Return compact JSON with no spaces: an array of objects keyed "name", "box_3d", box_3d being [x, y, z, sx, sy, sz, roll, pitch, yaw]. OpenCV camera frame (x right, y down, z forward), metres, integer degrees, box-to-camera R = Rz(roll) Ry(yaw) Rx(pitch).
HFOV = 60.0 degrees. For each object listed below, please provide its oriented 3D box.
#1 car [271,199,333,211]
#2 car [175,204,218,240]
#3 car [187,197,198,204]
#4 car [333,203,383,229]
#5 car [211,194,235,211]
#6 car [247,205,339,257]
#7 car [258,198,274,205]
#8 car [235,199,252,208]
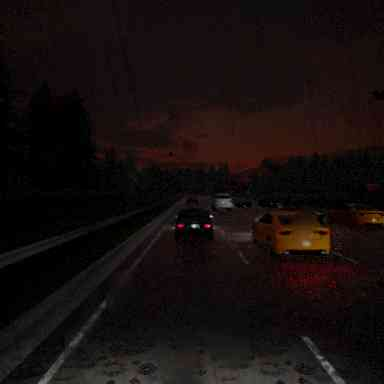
[{"name":"car","box_3d":[7.089,1.491,22.053,2.128,1.511,4.902,0,0,0]},{"name":"car","box_3d":[0.094,1.547,17.058,2.033,1.411,5.357,0,0,0]},{"name":"car","box_3d":[0.073,1.561,63.533,1.994,1.385,4.181,0,0,0]},{"name":"car","box_3d":[10.590,1.477,21.840,1.882,1.535,5.008,0,0,0]},{"name":"car","box_3d":[3.587,1.220,40.805,2.150,2.045,5.566,0,0,0]},{"name":"car","box_3d":[3.594,1.477,12.913,1.882,1.535,5.008,0,0,0]},{"name":"car","box_3d":[10.581,1.546,46.659,2.033,1.411,5.357,0,0,0]},{"name":"car","box_3d":[7.084,1.599,46.795,1.895,1.301,4.718,0,0,0]}]
